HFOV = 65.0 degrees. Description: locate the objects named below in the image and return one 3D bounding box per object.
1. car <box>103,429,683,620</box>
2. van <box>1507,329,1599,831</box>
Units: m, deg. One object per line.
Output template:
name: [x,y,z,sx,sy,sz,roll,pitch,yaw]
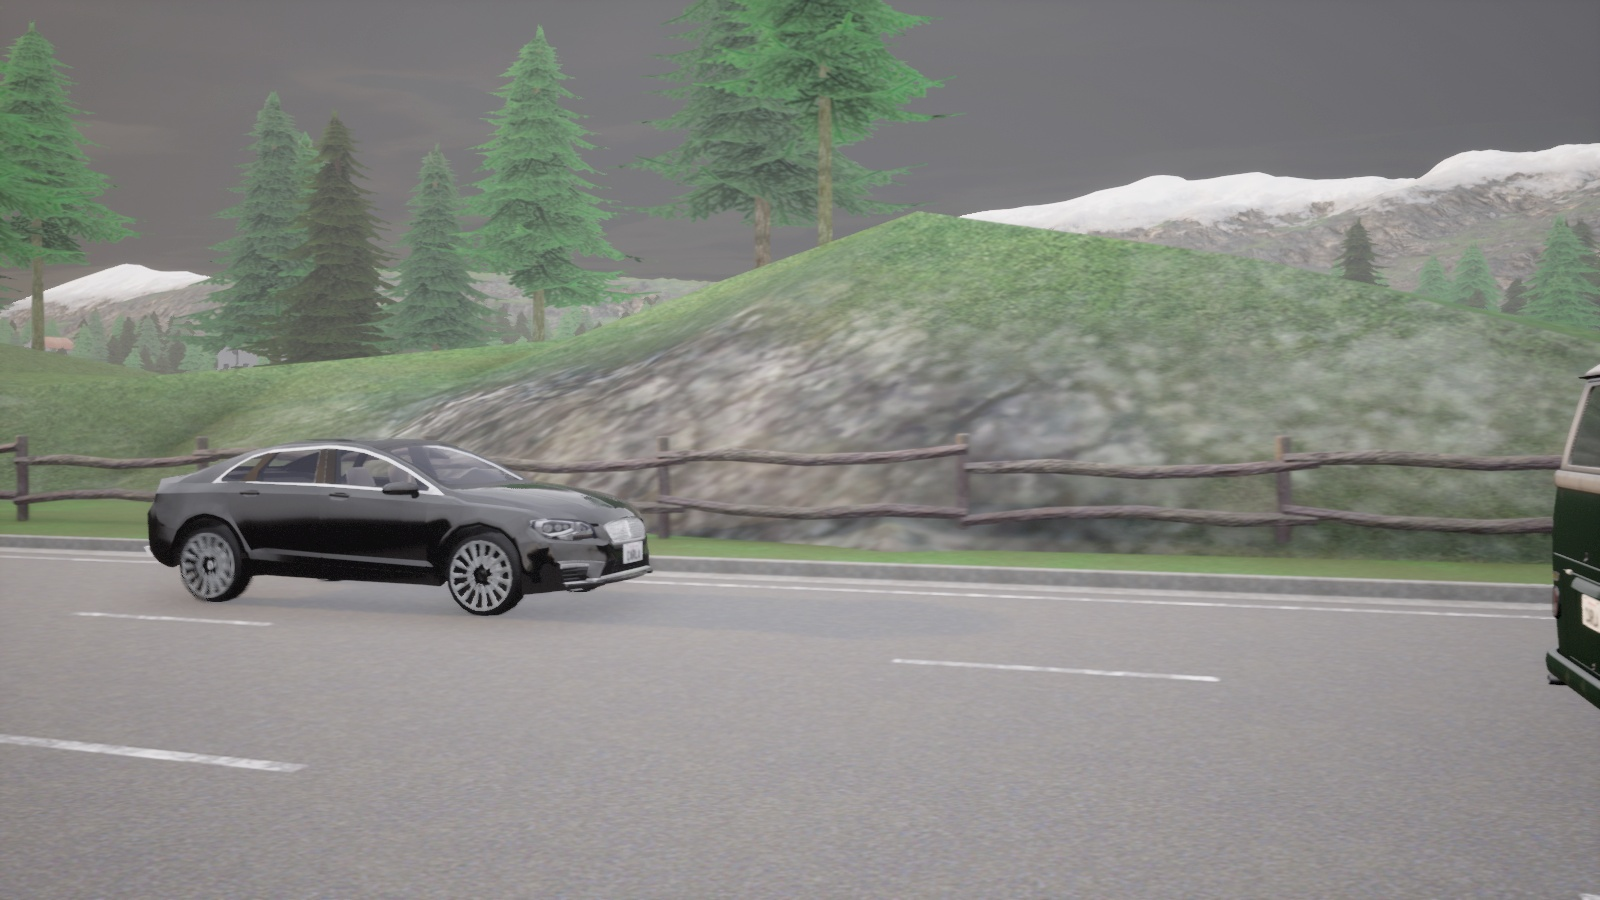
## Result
car: [-3.786,0.568,11.851,4.902,1.511,2.128,1,1,19]
van: [5.536,0.523,5.019,4.442,1.987,1.775,1,1,19]
